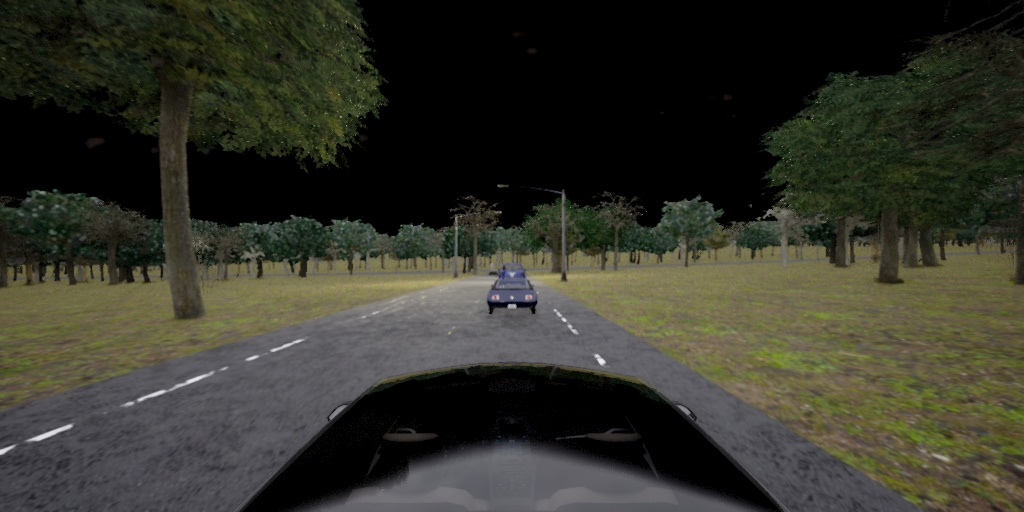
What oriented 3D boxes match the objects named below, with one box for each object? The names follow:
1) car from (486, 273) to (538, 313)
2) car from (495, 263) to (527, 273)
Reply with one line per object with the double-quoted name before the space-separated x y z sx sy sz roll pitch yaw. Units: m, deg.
"car" 0.027 1.575 15.134 1.895 1.301 4.718 0 -1 1
"car" 0.025 1.605 29.529 2.150 2.045 5.566 0 -1 0
